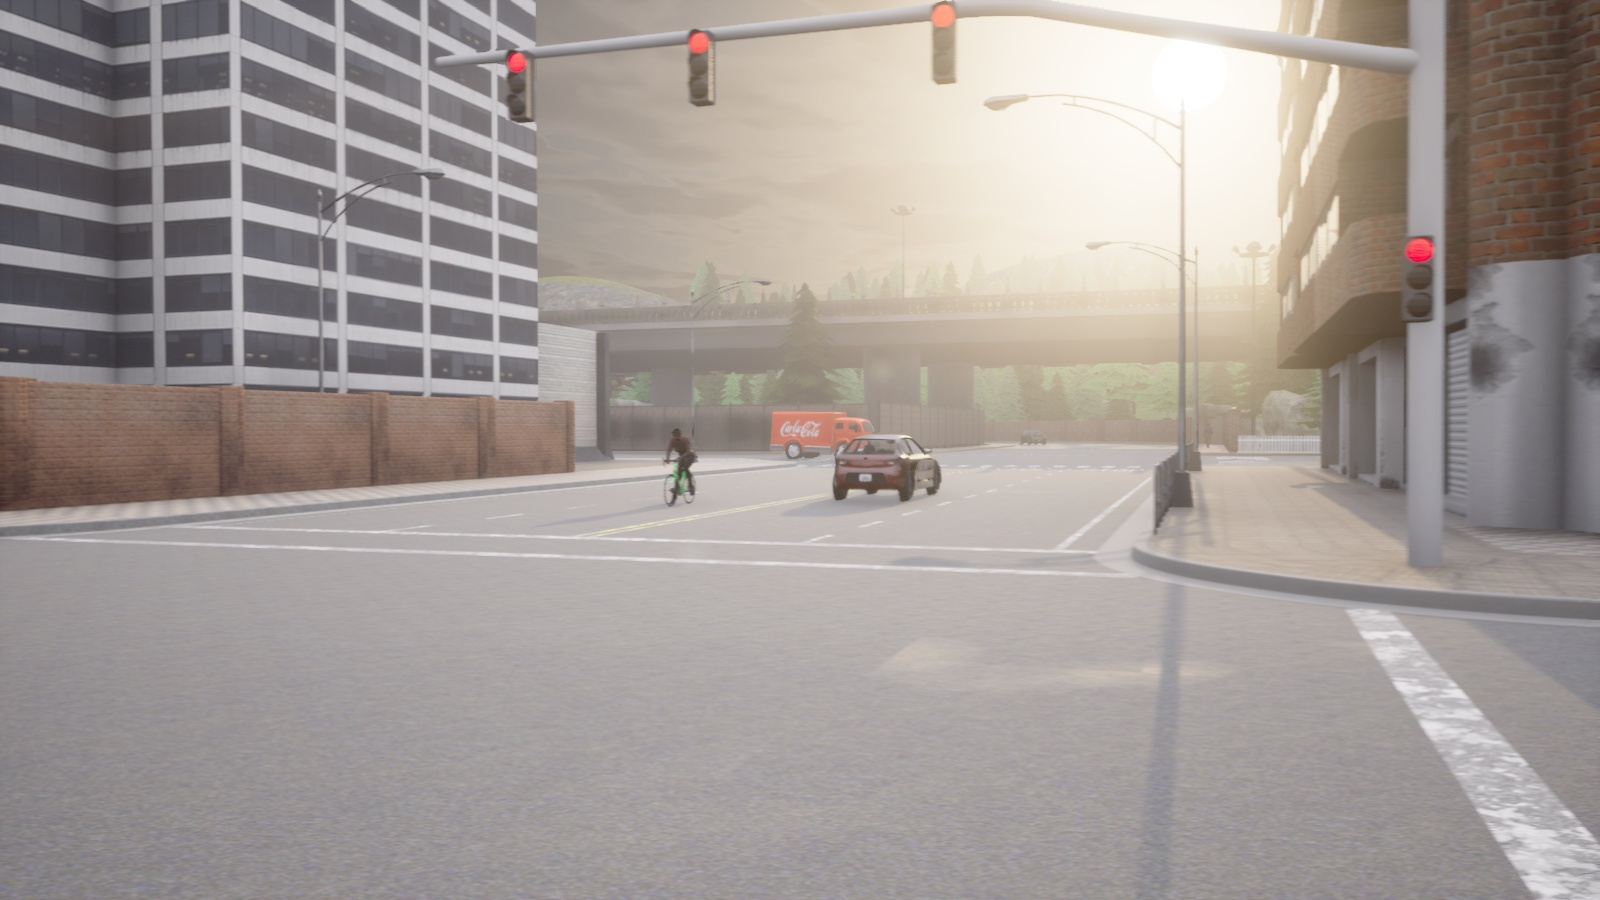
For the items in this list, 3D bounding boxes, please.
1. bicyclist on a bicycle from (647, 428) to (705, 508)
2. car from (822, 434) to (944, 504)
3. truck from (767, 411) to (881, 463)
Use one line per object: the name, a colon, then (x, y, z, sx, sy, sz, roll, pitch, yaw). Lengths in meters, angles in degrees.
bicyclist on a bicycle: (-2.595, 0.346, 26.452, 0.582, 1.620, 1.656, 1, 1, 18)
car: (2.013, 0.379, 29.239, 1.816, 1.474, 4.193, 1, 1, 18)
truck: (1.253, -0.722, 64.834, 5.204, 2.467, 2.627, 2, 2, 23)
